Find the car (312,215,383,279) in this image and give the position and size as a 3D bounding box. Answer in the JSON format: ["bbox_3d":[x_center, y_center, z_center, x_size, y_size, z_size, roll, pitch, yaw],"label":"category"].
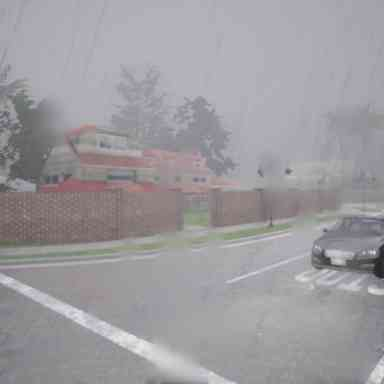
[{"bbox_3d":[5.361,1.503,10.309,2.128,1.511,4.902,-1,-1,42],"label":"car"}]
